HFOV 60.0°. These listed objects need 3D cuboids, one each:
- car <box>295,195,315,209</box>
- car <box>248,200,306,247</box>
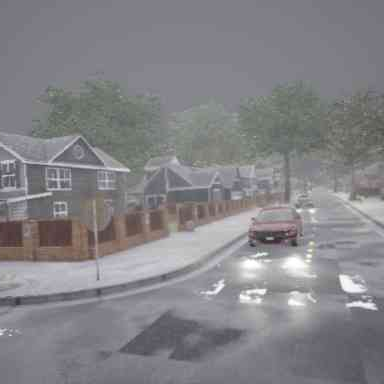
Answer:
[{"bbox_3d":[12.800,1.104,37.836,1.812,1.442,4.674,-4,0,21],"label":"car"},{"bbox_3d":[3.758,1.406,14.612,1.882,1.535,5.008,-4,0,21],"label":"car"}]
